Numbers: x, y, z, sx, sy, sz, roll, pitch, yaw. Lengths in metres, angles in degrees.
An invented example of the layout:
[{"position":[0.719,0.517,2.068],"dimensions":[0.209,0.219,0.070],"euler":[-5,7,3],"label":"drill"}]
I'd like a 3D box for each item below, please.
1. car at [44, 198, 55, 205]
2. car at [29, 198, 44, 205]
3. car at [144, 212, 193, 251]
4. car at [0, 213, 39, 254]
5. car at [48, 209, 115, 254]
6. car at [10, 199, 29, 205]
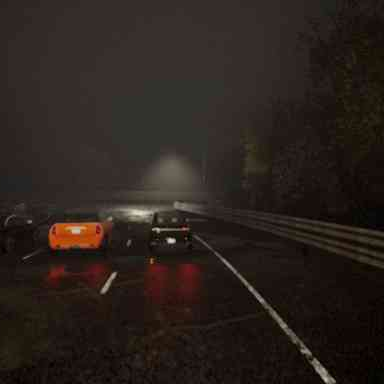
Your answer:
[{"position":[-35.593,2.305,81.856],"dimensions":[4.892,1.490,1.837],"euler":[-1,-1,41],"label":"car"},{"position":[-37.971,2.141,79.291],"dimensions":[4.553,1.767,2.097],"euler":[-1,-1,41],"label":"car"},{"position":[-1.088,1.642,14.868],"dimensions":[2.128,1.511,4.902],"euler":[0,0,-8],"label":"car"},{"position":[-8.034,1.640,14.016],"dimensions":[2.128,1.511,4.902],"euler":[0,0,-8],"label":"car"},{"position":[-4.552,1.499,14.365],"dimensions":[2.097,1.767,4.553],"euler":[0,-1,-7],"label":"car"},{"position":[-40.393,2.293,76.762],"dimensions":[4.902,1.511,2.128],"euler":[-1,-1,41],"label":"car"}]
